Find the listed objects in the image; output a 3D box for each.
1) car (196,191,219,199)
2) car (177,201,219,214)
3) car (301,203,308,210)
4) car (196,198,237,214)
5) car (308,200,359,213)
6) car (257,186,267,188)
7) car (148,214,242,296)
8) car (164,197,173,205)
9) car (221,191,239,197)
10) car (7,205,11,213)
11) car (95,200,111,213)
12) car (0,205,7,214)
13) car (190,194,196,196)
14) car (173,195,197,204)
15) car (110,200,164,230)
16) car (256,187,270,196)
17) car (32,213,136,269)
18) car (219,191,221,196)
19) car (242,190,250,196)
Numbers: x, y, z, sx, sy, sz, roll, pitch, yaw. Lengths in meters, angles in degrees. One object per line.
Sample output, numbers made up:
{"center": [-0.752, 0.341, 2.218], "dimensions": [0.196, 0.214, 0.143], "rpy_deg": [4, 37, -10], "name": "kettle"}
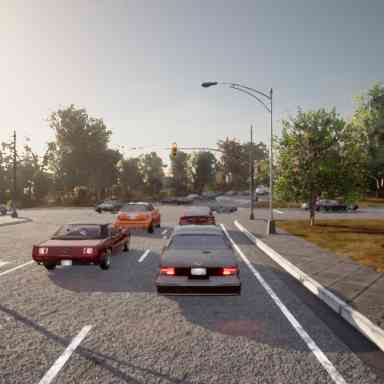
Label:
{"center": [3.394, 0.917, 71.178], "dimensions": [2.150, 2.045, 5.566], "rpy_deg": [0, 2, 23], "name": "car"}
{"center": [0.330, 1.518, 18.550], "dimensions": [1.882, 1.535, 5.008], "rpy_deg": [0, 0, 2], "name": "car"}
{"center": [16.053, 1.661, 41.261], "dimensions": [4.718, 1.301, 1.895], "rpy_deg": [-1, 0, 4], "name": "car"}
{"center": [2.918, 1.664, 37.068], "dimensions": [4.181, 1.385, 1.994], "rpy_deg": [0, 0, 38], "name": "car"}
{"center": [16.122, 1.646, 37.750], "dimensions": [4.718, 1.301, 1.895], "rpy_deg": [-1, 0, 4], "name": "car"}
{"center": [20.017, -0.763, 93.200], "dimensions": [2.150, 2.045, 5.566], "rpy_deg": [0, 3, 38], "name": "car"}
{"center": [0.143, 1.558, 8.803], "dimensions": [2.033, 1.411, 5.357], "rpy_deg": [0, 0, 0], "name": "car"}
{"center": [-4.154, 1.666, 60.666], "dimensions": [1.895, 1.301, 4.718], "rpy_deg": [0, 1, 18], "name": "car"}
{"center": [10.139, 0.420, 84.579], "dimensions": [2.033, 1.411, 5.357], "rpy_deg": [0, 3, 30], "name": "car"}
{"center": [-22.426, 1.745, 36.396], "dimensions": [4.902, 1.511, 2.128], "rpy_deg": [-1, 0, 2], "name": "car"}
{"center": [-9.092, 1.649, 37.452], "dimensions": [2.033, 1.411, 5.357], "rpy_deg": [0, 0, 7], "name": "car"}
{"center": [-21.556, 1.708, 32.850], "dimensions": [4.902, 1.511, 2.128], "rpy_deg": [-1, 0, 4], "name": "car"}
{"center": [0.200, 1.218, 72.606], "dimensions": [1.812, 1.442, 4.674], "rpy_deg": [0, 2, 23], "name": "car"}
{"center": [-1.216, 1.686, 58.311], "dimensions": [1.895, 1.301, 4.718], "rpy_deg": [0, 1, 17], "name": "car"}
{"center": [-3.139, 1.397, 20.119], "dimensions": [2.097, 1.767, 4.553], "rpy_deg": [0, 0, 2], "name": "car"}
{"center": [17.865, 0.264, 83.797], "dimensions": [1.895, 1.301, 4.718], "rpy_deg": [0, 3, 33], "name": "car"}
{"center": [-3.336, 1.618, 11.141], "dimensions": [1.895, 1.301, 4.718], "rpy_deg": [0, 0, 1], "name": "car"}
{"center": [6.783, 0.520, 85.731], "dimensions": [1.895, 1.301, 4.718], "rpy_deg": [0, 3, 28], "name": "car"}
{"center": [14.325, 0.261, 84.722], "dimensions": [2.128, 1.511, 4.902], "rpy_deg": [0, 3, 33], "name": "car"}
